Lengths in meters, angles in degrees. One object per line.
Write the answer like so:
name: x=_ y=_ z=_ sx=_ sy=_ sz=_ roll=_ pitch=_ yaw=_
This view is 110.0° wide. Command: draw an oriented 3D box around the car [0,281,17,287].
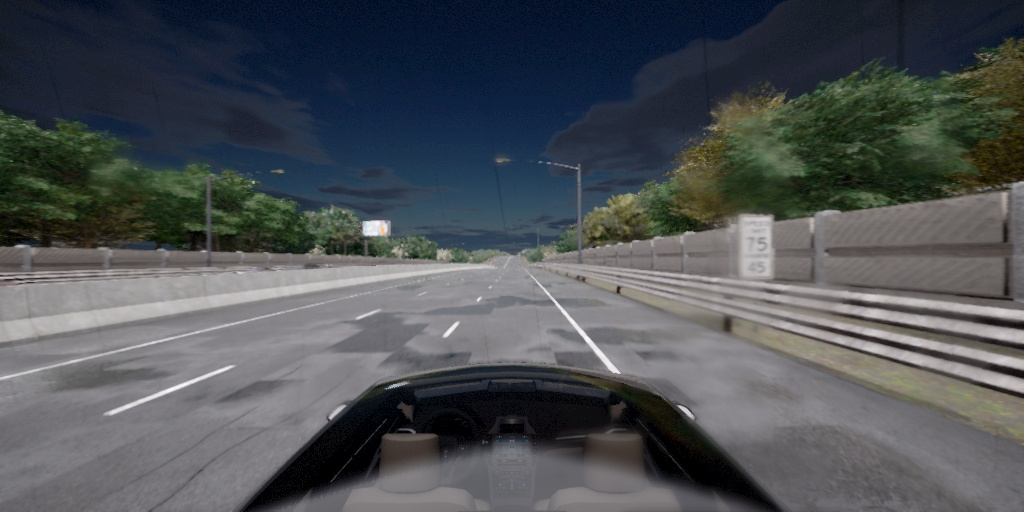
car: x=-24.453 y=1.570 z=15.218 sx=1.812 sy=1.442 sz=4.674 roll=-1 pitch=0 yaw=1

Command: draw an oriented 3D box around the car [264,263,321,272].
car: x=-17.213 y=1.431 z=29.010 sx=2.097 sy=1.767 sz=4.553 roll=-1 pitch=-1 yaw=1

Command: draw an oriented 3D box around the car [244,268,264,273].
car: x=-20.707 y=1.683 z=29.347 sx=1.994 sy=1.385 sz=4.181 roll=-1 pitch=-1 yaw=1
